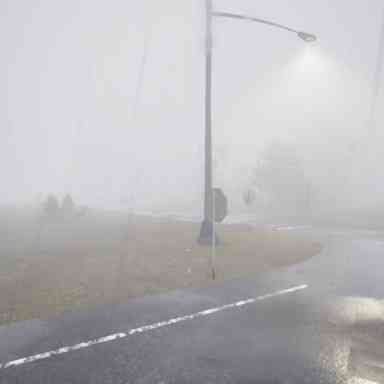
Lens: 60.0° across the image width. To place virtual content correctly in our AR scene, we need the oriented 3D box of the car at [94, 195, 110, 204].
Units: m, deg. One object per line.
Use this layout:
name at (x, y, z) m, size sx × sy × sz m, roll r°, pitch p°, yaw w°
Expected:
car at (-16.278, 1.241, 60.886) m, size 2.097 × 1.767 × 4.553 m, roll 0°, pitch 0°, yaw -34°

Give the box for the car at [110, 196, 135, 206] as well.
car at (-10.571, 1.399, 52.367) m, size 2.128 × 1.511 × 4.902 m, roll 0°, pitch 0°, yaw -33°
